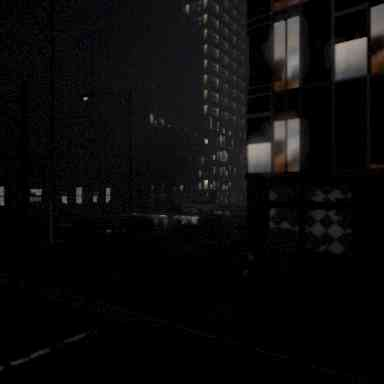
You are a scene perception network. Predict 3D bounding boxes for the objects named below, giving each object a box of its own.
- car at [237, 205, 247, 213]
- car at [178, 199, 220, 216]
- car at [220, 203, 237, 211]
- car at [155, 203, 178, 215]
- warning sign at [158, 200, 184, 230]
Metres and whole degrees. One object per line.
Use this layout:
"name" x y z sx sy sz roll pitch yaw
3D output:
"car" 9.099 2.421 49.279 2.033 1.411 5.357 0 -1 33
"car" 0.981 1.921 42.927 2.150 2.045 5.566 0 -1 33
"car" 6.436 2.481 57.236 1.895 1.301 4.718 0 -1 33
"car" -2.828 2.190 43.017 1.812 1.442 4.674 0 -1 33
"warning sign" -1.389 1.471 21.762 1.300 1.860 1.060 1 1 33
